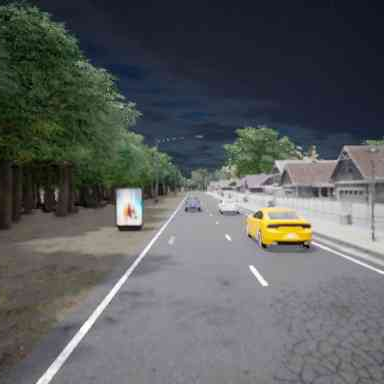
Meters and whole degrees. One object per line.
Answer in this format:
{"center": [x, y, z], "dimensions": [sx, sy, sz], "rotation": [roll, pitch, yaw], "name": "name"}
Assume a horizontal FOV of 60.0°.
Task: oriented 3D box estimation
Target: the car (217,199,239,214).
{"center": [3.611, 1.417, 33.517], "dimensions": [1.812, 1.442, 4.674], "rotation": [0, 0, 0], "name": "car"}

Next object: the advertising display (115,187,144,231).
{"center": [-3.505, 0.973, 18.711], "dimensions": [1.540, 2.440, 0.280], "rotation": [-1, 1, 0], "name": "advertising display"}

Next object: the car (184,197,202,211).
{"center": [0.099, 1.417, 37.710], "dimensions": [2.033, 1.411, 5.357], "rotation": [0, 0, 0], "name": "car"}

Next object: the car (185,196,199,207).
{"center": [0.025, 1.358, 48.896], "dimensions": [1.994, 1.385, 4.181], "rotation": [0, 1, 0], "name": "car"}

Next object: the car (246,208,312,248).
{"center": [3.604, 1.436, 14.528], "dimensions": [1.882, 1.535, 5.008], "rotation": [0, 0, 0], "name": "car"}
